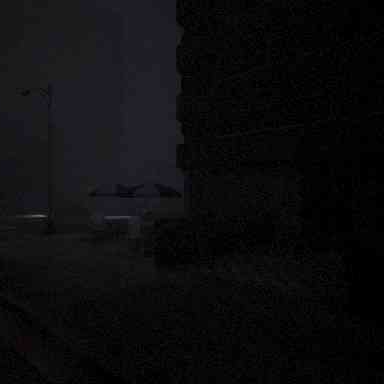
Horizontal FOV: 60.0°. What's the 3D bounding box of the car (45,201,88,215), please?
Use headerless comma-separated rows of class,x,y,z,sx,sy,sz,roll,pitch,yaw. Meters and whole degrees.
car,-12.981,1.619,34.495,1.994,1.385,4.181,0,0,45
